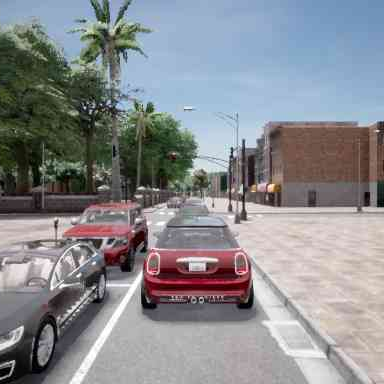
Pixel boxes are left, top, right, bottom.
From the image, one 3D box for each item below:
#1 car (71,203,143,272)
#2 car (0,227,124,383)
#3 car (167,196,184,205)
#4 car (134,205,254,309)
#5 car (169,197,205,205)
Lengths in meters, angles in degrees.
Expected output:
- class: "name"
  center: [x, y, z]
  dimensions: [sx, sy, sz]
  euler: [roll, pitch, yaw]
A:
- class: "car"
  center: [-2.639, 1.318, 10.953]
  dimensions: [2.192, 1.841, 5.009]
  euler: [0, 0, 0]
- class: "car"
  center: [-2.638, 1.551, 5.489]
  dimensions: [2.008, 1.369, 4.403]
  euler: [0, 0, 0]
- class: "car"
  center: [-2.640, 1.543, 49.102]
  dimensions: [1.967, 1.590, 4.097]
  euler: [0, 0, 0]
- class: "car"
  center: [0.098, 1.354, 8.028]
  dimensions: [2.097, 1.767, 4.553]
  euler: [0, 0, 0]
- class: "car"
  center: [0.075, 1.363, 17.802]
  dimensions: [2.097, 1.767, 4.553]
  euler: [0, 0, -1]
